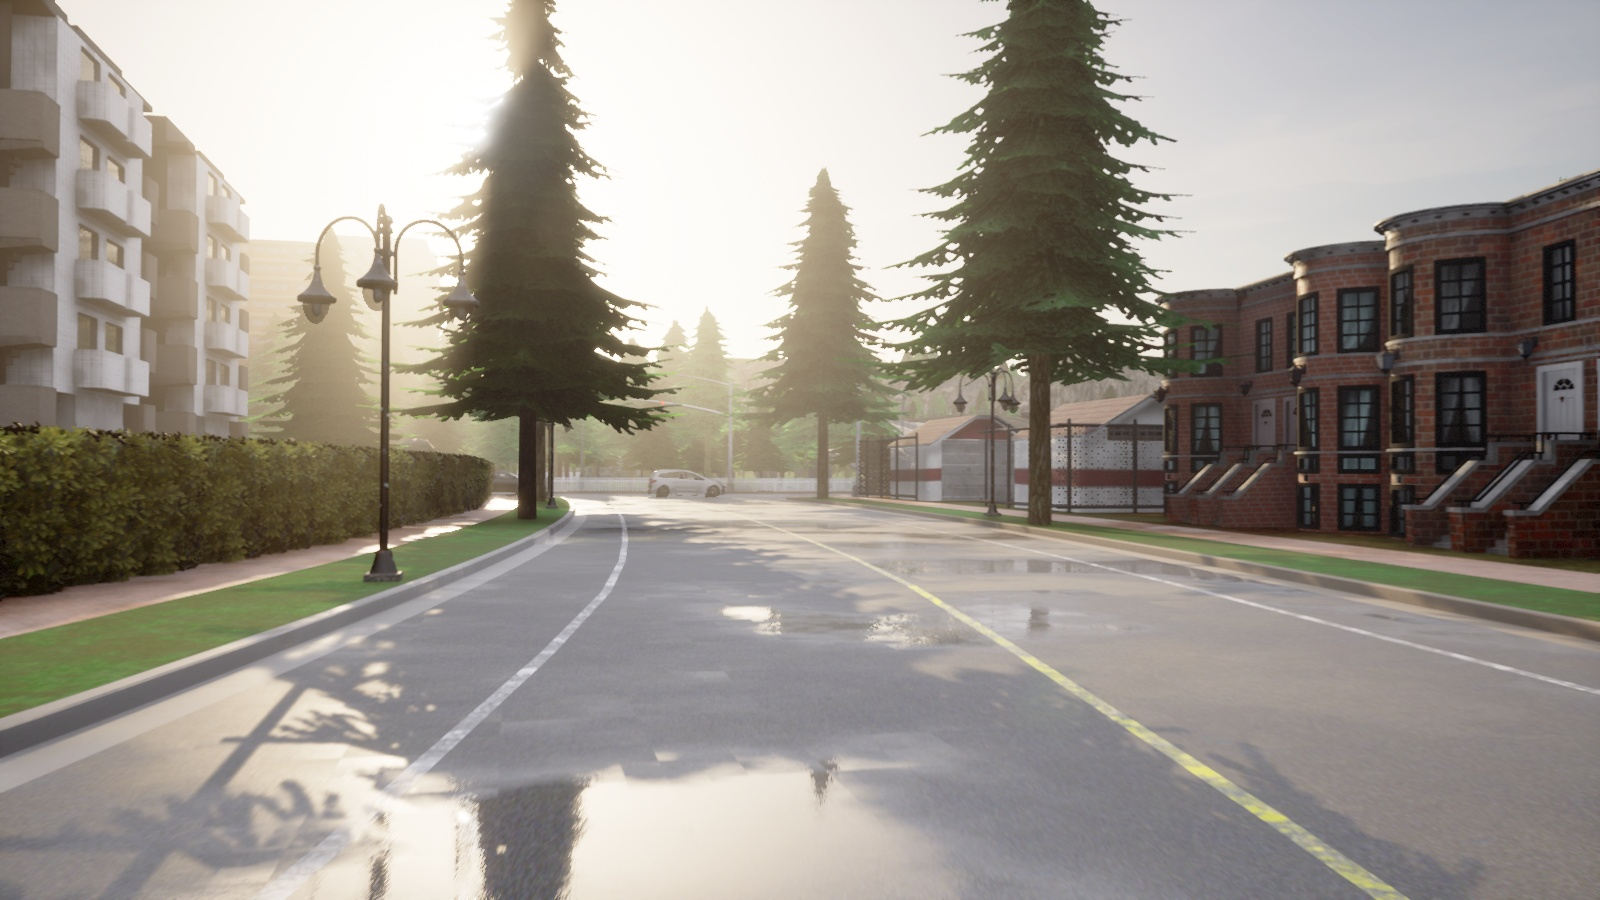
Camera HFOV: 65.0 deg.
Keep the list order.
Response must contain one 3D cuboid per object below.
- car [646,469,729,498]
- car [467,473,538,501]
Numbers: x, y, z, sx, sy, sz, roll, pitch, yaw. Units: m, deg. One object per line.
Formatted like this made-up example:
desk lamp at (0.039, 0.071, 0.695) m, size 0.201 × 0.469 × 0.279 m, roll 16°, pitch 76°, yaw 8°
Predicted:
car at (-6.661, 1.968, 74.156) m, size 4.611 × 1.667 × 2.242 m, roll 0°, pitch -1°, yaw -11°
car at (-16.949, 2.107, 71.721) m, size 3.705 × 1.549 × 1.789 m, roll 0°, pitch -1°, yaw -5°
